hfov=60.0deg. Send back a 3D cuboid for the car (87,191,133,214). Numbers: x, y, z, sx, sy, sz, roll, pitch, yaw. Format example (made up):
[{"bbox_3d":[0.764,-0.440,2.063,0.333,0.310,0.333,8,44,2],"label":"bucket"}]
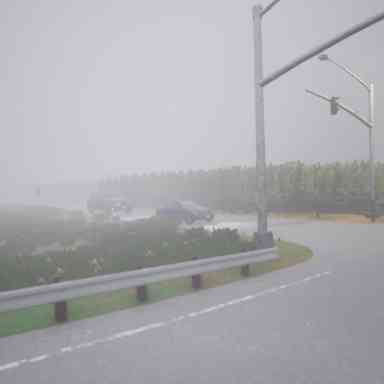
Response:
[{"bbox_3d":[-7.500,0.952,29.812,2.150,2.045,5.566,-3,2,-41],"label":"car"}]

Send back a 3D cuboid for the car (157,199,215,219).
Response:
[{"bbox_3d":[-0.582,1.221,21.737,1.812,1.442,4.674,-3,2,-41],"label":"car"}]
